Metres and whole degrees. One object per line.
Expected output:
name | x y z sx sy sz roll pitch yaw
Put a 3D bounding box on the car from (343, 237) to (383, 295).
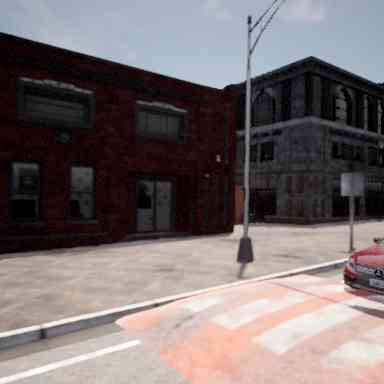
car | 5.334 1.475 7.468 4.674 1.442 1.812 1 -1 -35
